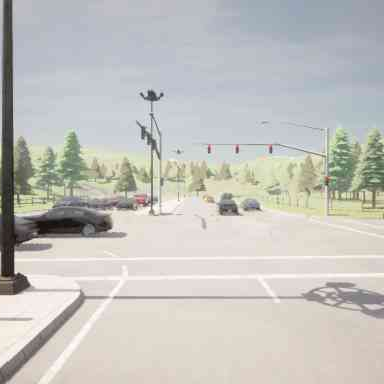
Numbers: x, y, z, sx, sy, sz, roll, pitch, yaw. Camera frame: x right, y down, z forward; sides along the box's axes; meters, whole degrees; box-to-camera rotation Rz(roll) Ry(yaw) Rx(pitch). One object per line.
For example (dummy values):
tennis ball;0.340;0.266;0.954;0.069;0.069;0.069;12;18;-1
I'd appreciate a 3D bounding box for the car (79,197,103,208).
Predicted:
car;-15.026;1.547;49.824;2.033;1.411;5.357;0;0;0

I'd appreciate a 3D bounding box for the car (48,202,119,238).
car;-6.551;1.477;17.084;5.008;1.535;1.882;0;0;-4

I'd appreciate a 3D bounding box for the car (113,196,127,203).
car;-14.899;1.499;69.173;1.837;1.490;4.892;0;0;0

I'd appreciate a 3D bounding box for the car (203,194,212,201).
car;3.867;1.355;83.996;2.097;1.767;4.553;0;0;2

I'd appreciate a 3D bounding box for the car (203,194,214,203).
car;3.698;1.478;71.909;1.882;1.535;5.008;0;0;1

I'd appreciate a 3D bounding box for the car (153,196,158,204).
car;-7.973;1.547;62.007;2.033;1.411;5.357;0;0;0

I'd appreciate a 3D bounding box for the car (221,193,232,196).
car;7.215;1.222;68.891;2.150;2.045;5.566;0;0;0

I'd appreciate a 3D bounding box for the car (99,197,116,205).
car;-14.994;1.564;59.062;1.994;1.385;4.181;0;0;0

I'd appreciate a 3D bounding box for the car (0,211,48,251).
car;-8.624;1.526;13.342;4.674;1.442;1.812;0;0;-3

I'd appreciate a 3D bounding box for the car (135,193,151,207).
car;-8.022;1.221;51.668;2.150;2.045;5.566;0;0;0

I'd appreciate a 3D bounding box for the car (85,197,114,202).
car;-11.541;1.564;41.617;1.994;1.385;4.181;0;0;0

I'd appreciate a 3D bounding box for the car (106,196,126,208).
car;-11.523;1.478;50.595;1.882;1.535;5.008;0;0;0

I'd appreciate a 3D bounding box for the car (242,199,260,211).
car;7.146;1.547;41.435;2.033;1.411;5.357;0;0;0

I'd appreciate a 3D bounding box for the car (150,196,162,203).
car;-7.870;1.526;72.676;2.033;1.411;5.357;0;0;0

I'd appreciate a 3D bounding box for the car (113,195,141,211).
car;-8.037;1.478;41.734;1.882;1.535;5.008;0;0;0

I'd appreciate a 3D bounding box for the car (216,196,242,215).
car;3.620;1.506;34.378;1.837;1.490;4.892;0;0;-1

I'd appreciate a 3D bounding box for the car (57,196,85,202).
car;-15.044;1.352;40.365;2.097;1.767;4.553;0;0;0
